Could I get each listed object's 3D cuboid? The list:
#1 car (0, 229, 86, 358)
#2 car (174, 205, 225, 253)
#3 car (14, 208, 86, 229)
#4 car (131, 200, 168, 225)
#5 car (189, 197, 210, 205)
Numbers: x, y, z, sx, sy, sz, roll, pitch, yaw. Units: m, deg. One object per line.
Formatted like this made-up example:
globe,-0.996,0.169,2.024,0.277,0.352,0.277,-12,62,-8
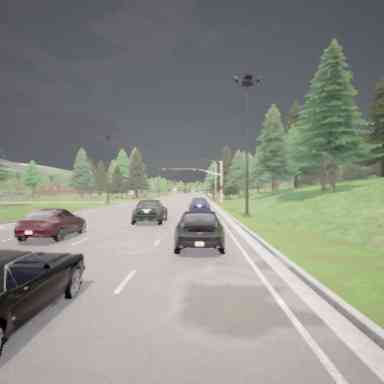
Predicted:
car,-3.343,1.588,5.444,1.895,1.301,4.718,0,0,1
car,0.307,1.490,13.552,1.837,1.490,4.892,0,0,1
car,-6.643,1.494,15.937,1.812,1.442,4.674,0,0,1
car,-2.959,1.319,24.081,2.097,1.767,4.553,0,0,1
car,0.736,1.317,32.605,2.097,1.767,4.553,0,0,1
